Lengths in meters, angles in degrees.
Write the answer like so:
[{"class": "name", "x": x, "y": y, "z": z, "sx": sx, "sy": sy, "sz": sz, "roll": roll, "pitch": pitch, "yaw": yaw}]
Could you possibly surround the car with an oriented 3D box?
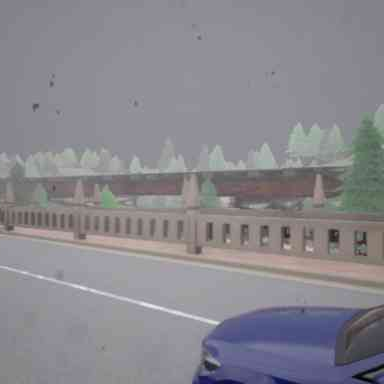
[{"class": "car", "x": 2.181, "y": 1.524, "z": 2.435, "sx": 4.674, "sy": 1.442, "sz": 1.812, "roll": 0, "pitch": 0, "yaw": 36}]
